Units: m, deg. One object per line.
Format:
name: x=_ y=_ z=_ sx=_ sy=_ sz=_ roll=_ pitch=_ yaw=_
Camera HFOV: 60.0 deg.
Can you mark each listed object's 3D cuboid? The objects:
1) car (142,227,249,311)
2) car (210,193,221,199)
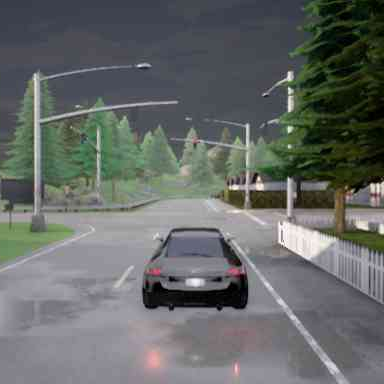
car: x=0.075 y=1.490 z=7.683 sx=1.994 sy=1.385 sz=4.181 roll=0 pitch=1 yaw=1
car: x=6.703 y=0.830 z=72.898 sx=5.357 sy=1.411 sz=2.033 roll=0 pitch=1 yaw=-22
